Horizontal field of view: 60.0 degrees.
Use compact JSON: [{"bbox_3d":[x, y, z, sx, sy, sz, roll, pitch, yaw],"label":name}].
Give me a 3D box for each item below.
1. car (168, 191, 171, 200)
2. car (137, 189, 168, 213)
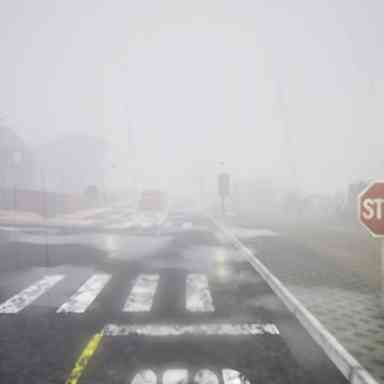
[{"bbox_3d":[-4.562,0.572,55.061,1.837,1.490,4.892,0,1,-2],"label":"car"},{"bbox_3d":[-3.604,0.759,30.246,2.150,2.045,5.566,0,1,-2],"label":"car"}]
